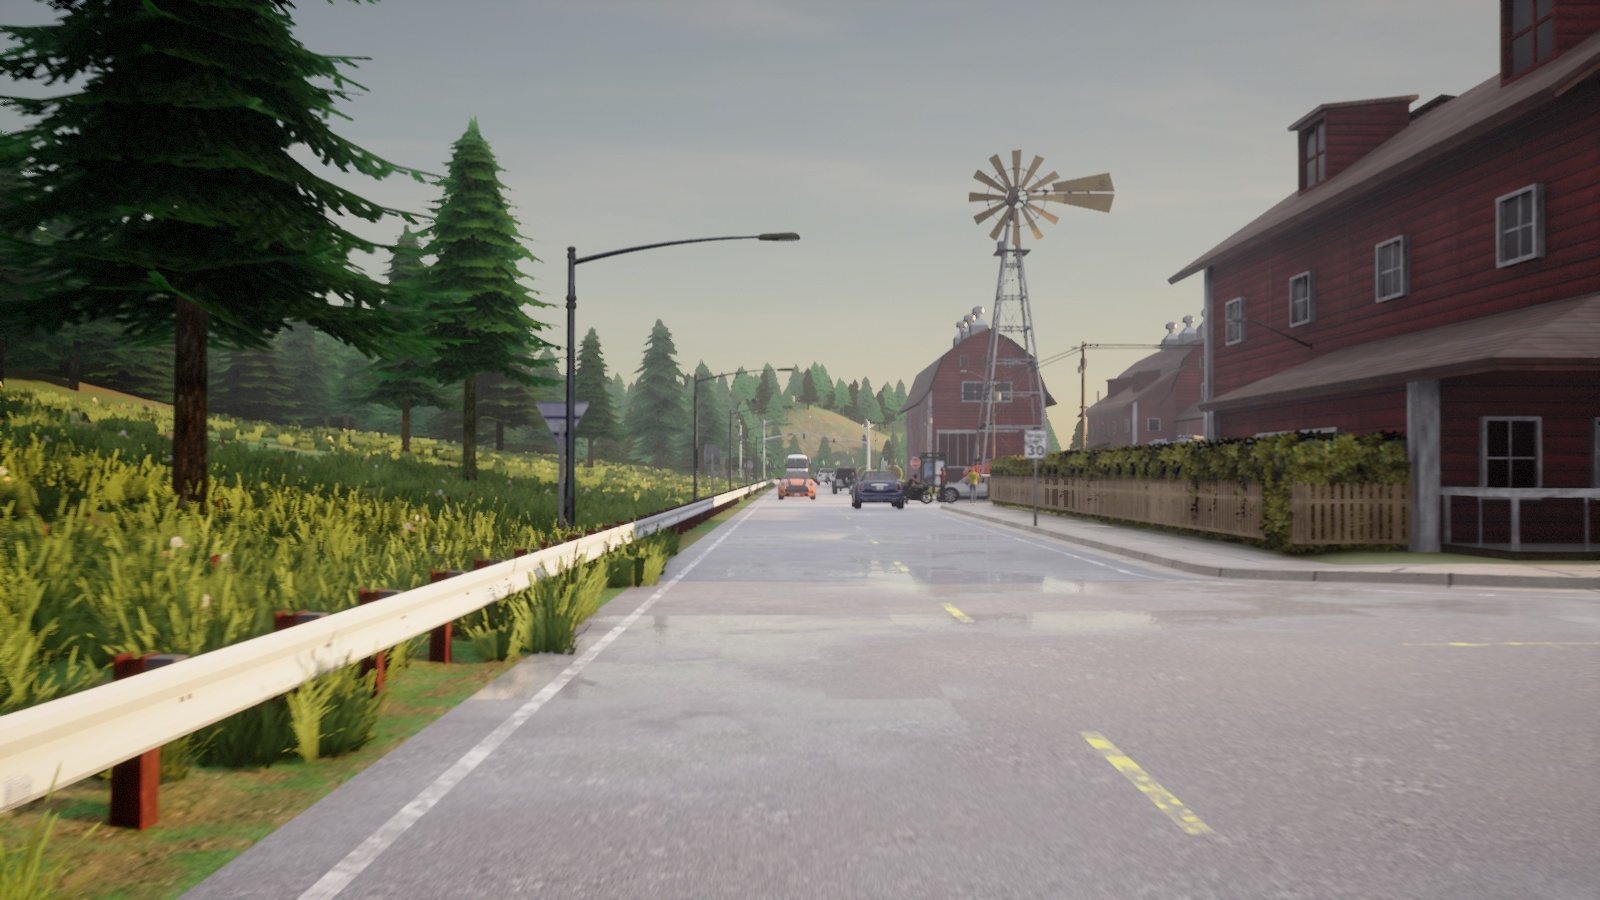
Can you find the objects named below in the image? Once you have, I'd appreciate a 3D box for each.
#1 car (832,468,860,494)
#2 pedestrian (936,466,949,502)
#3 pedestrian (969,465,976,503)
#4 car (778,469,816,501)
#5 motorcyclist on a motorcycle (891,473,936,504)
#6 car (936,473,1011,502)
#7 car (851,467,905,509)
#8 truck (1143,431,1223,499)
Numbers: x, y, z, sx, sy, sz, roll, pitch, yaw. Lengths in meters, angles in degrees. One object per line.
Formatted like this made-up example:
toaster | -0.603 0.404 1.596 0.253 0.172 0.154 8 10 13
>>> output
car | 3.298 2.230 90.537 1.905 1.878 3.866 0 -1 0
pedestrian | 7.265 1.725 63.971 0.636 1.846 0.331 -1 -1 15
pedestrian | 8.544 1.687 62.119 0.354 1.836 0.706 0 -1 8
car | -0.161 1.976 72.167 2.097 1.767 4.553 0 -1 0
motorcyclist on a motorcycle | 5.596 1.894 62.034 2.044 1.523 0.797 -1 -1 22
car | 9.051 1.926 65.503 3.806 1.475 1.970 0 -1 10
car | 3.376 1.656 55.218 2.097 1.767 4.553 0 -1 0
truck | 22.933 0.909 74.897 2.891 3.827 8.468 -1 -1 29
